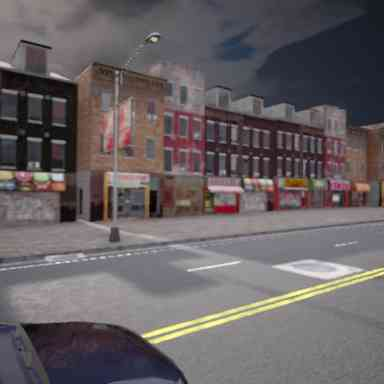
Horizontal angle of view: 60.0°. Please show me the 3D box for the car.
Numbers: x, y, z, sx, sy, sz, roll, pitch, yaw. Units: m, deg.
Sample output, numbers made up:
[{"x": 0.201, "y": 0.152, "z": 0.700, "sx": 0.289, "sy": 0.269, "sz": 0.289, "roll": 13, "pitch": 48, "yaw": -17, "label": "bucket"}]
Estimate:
[{"x": -1.944, "y": 1.565, "z": 2.053, "sx": 4.181, "sy": 1.385, "sz": 1.994, "roll": 0, "pitch": 0, "yaw": -35, "label": "car"}]
